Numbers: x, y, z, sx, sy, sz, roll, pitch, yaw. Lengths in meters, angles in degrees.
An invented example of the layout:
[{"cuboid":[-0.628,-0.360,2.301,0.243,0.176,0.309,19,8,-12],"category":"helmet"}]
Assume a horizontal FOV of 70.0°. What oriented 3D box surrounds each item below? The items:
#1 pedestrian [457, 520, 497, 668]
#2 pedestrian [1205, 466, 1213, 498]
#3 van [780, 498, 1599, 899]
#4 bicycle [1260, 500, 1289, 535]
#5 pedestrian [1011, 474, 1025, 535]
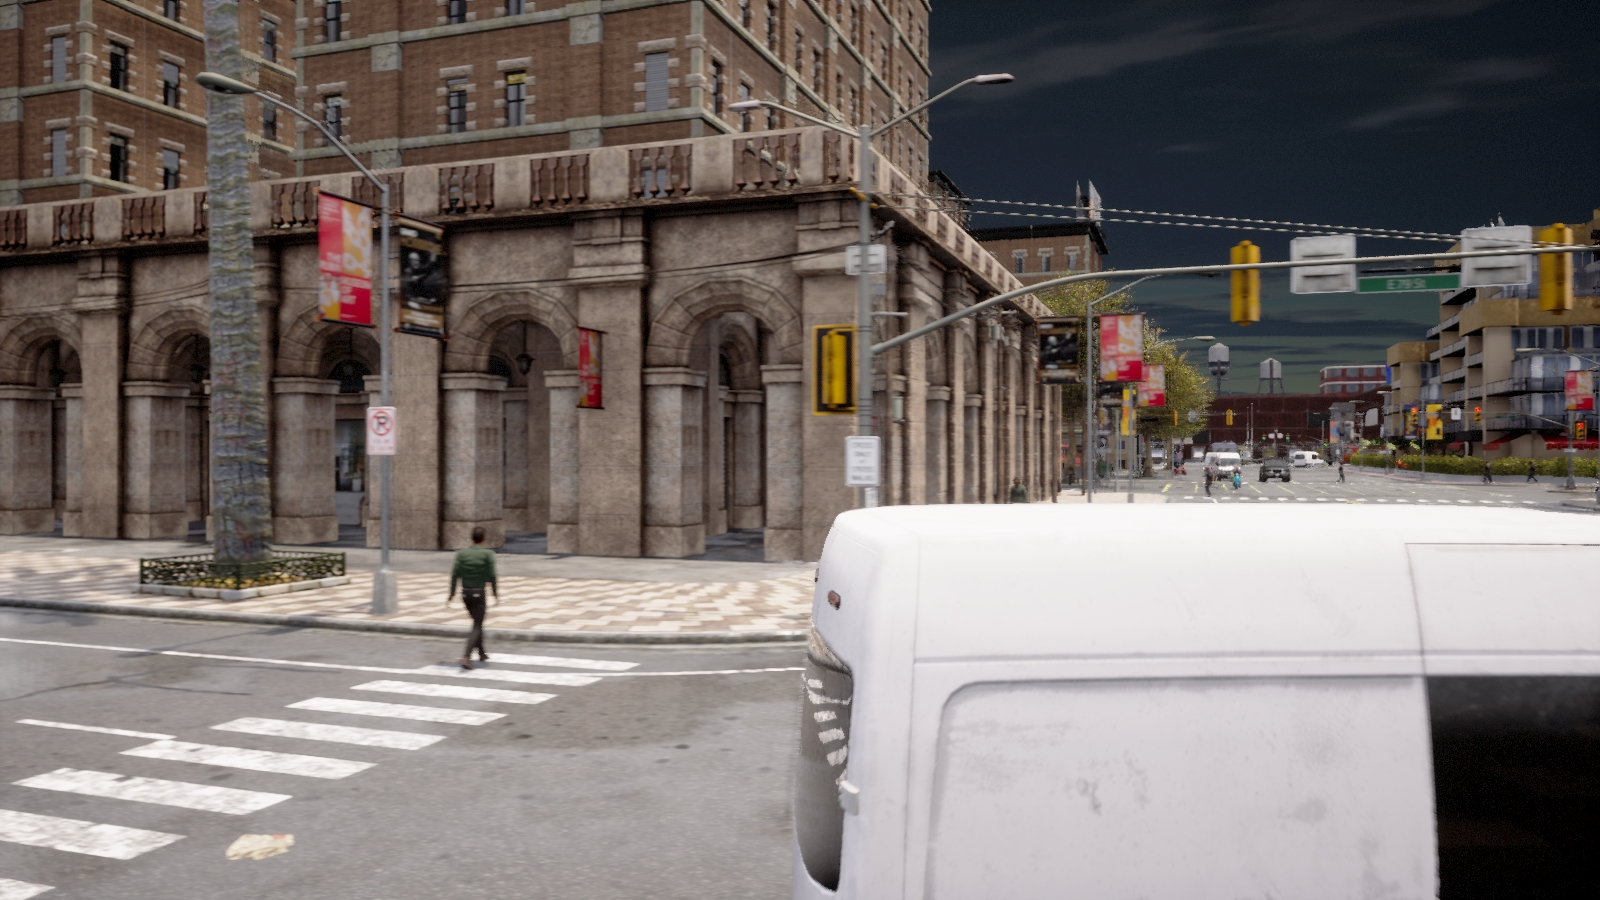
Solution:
[{"cuboid":[-4.162,1.847,14.738,0.375,1.860,0.375,0,0,8],"category":"pedestrian"},{"cuboid":[23.730,1.849,66.284,0.375,1.860,0.375,0,0,7],"category":"pedestrian"},{"cuboid":[2.930,1.534,4.656,5.915,2.561,1.988,0,1,-4],"category":"van"},{"cuboid":[15.854,2.256,38.218,0.859,1.080,1.487,0,0,21],"category":"bicycle"},{"cuboid":[6.775,1.696,35.555,0.375,1.860,0.375,0,0,19],"category":"pedestrian"}]
